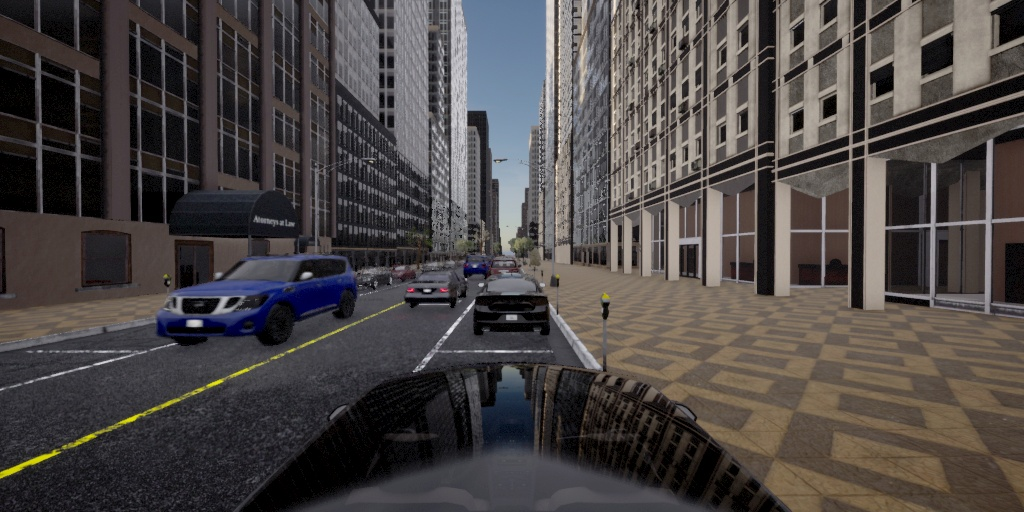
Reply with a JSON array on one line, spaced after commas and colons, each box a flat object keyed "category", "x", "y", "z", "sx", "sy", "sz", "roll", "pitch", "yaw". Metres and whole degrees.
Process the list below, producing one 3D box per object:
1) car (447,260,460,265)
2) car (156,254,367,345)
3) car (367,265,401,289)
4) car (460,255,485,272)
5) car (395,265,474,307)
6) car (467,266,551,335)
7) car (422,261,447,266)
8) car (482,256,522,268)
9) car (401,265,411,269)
[{"category": "car", "x": -8.837, "y": 1.291, "z": 50.940, "sx": 2.007, "sy": 1.370, "sz": 4.403, "roll": 0, "pitch": 0, "yaw": 0}, {"category": "car", "x": -6.247, "y": 0.970, "z": 9.819, "sx": 2.150, "sy": 2.045, "sz": 5.566, "roll": 0, "pitch": 0, "yaw": 0}, {"category": "car", "x": -8.838, "y": 1.297, "z": 22.523, "sx": 2.007, "sy": 1.370, "sz": 4.403, "roll": 0, "pitch": 0, "yaw": 0}, {"category": "car", "x": -3.145, "y": 0.965, "z": 33.045, "sx": 2.150, "sy": 2.045, "sz": 5.566, "roll": 0, "pitch": 0, "yaw": 0}, {"category": "car", "x": -3.044, "y": 1.295, "z": 15.379, "sx": 2.033, "sy": 1.411, "sz": 5.357, "roll": 0, "pitch": 0, "yaw": 0}, {"category": "car", "x": -0.006, "y": 1.226, "z": 10.502, "sx": 1.882, "sy": 1.535, "sz": 5.008, "roll": 0, "pitch": 0, "yaw": 0}, {"category": "car", "x": -8.837, "y": 1.294, "z": 39.574, "sx": 2.007, "sy": 1.370, "sz": 4.403, "roll": 0, "pitch": 0, "yaw": 0}, {"category": "car", "x": -0.457, "y": 1.061, "z": 22.523, "sx": 2.192, "sy": 1.841, "sz": 5.009, "roll": 0, "pitch": 0, "yaw": 0}, {"category": "car", "x": -8.837, "y": 1.327, "z": 28.206, "sx": 1.802, "sy": 1.307, "sz": 4.207, "roll": 0, "pitch": 0, "yaw": 0}]
